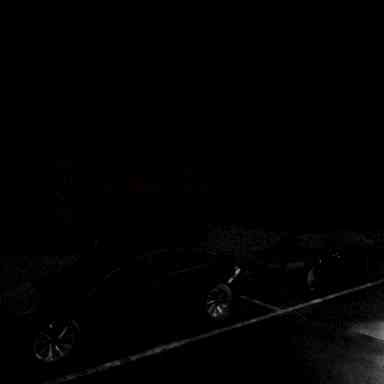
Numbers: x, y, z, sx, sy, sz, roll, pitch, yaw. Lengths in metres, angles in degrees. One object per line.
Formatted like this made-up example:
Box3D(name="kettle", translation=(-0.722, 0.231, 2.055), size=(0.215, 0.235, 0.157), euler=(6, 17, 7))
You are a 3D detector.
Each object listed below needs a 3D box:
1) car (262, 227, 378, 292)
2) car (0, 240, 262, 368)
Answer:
Box3D(name="car", translation=(3.424, 1.626, 8.975), size=(4.206, 1.307, 1.802), euler=(0, 0, -35))
Box3D(name="car", translation=(-1.056, 1.579, 5.782), size=(4.313, 1.339, 1.947), euler=(0, 0, -35))
